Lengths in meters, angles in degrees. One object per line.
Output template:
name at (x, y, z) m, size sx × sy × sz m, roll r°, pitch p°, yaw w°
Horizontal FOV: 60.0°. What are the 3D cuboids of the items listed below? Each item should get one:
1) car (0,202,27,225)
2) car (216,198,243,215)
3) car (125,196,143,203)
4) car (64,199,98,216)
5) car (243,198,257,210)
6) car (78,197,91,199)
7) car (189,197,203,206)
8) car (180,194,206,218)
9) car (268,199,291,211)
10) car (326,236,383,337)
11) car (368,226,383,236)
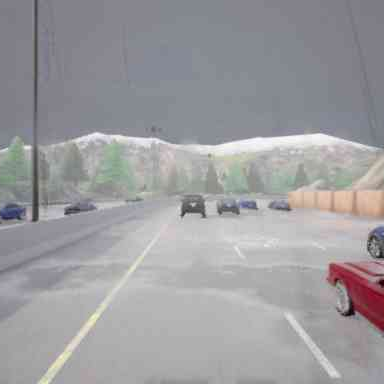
car at (-14.069, 1.488, 24.431) m, size 1.882 × 1.535 × 5.008 m, roll 0°, pitch 0°, yaw 0°
car at (3.617, 1.366, 34.524) m, size 2.097 × 1.767 × 4.553 m, roll 0°, pitch 0°, yaw 0°
car at (-11.505, 1.511, 66.362) m, size 2.033 × 1.411 × 5.357 m, roll 0°, pitch 0°, yaw 13°
car at (-10.564, 1.614, 31.936) m, size 1.895 × 1.301 × 4.718 m, roll 0°, pitch 0°, yaw 0°
car at (7.144, 1.494, 42.995) m, size 1.882 × 1.535 × 5.008 m, roll 0°, pitch 0°, yaw 1°
car at (-17.175, 1.512, 52.634) m, size 2.128 × 1.511 × 4.902 m, roll 0°, pitch 0°, yaw 4°
car at (0.773, 1.547, 54.975) m, size 1.812 × 1.442 × 4.674 m, roll 0°, pitch 0°, yaw 7°
car at (0.114, 1.234, 30.884) m, size 2.150 × 2.045 × 5.566 m, roll 0°, pitch 0°, yaw 0°
car at (10.628, 1.579, 40.716) m, size 1.994 × 1.385 × 4.181 m, roll 0°, pitch 0°, yaw 0°
car at (3.591, 1.602, 4.516) m, size 1.895 × 1.301 × 4.718 m, roll 0°, pitch 0°, yaw 0°
car at (7.105, 1.355, 9.662) m, size 2.097 × 1.767 × 4.553 m, roll 0°, pitch 0°, yaw 0°
